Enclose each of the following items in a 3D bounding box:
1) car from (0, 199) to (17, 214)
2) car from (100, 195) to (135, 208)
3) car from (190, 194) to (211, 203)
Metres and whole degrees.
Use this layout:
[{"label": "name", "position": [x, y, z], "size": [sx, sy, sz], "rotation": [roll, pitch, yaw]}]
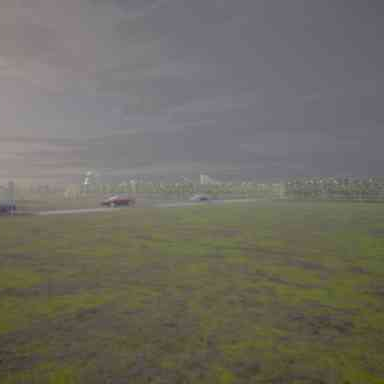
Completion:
[{"label": "car", "position": [-18.718, 1.371, 30.727], "size": [1.812, 1.442, 4.674], "rotation": [0, 0, 36]}, {"label": "car", "position": [-9.664, 1.185, 43.257], "size": [1.882, 1.535, 5.008], "rotation": [0, 0, 36]}, {"label": "car", "position": [1.478, 1.055, 58.526], "size": [2.128, 1.511, 4.902], "rotation": [0, 0, 36]}]
